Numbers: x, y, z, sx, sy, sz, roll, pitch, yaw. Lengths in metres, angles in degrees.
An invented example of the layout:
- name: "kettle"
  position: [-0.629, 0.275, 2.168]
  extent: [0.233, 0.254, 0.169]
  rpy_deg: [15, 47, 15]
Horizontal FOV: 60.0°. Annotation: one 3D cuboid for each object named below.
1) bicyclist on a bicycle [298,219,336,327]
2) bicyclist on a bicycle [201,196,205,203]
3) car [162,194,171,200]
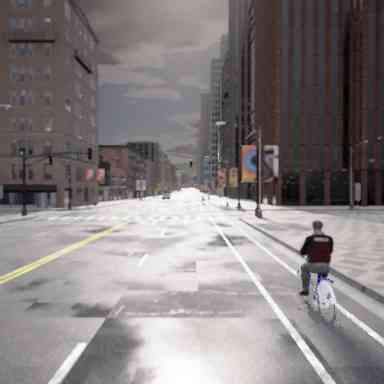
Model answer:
- name: "bicyclist on a bicycle"
  position: [2.250, 1.379, 6.164]
  extent: [0.659, 1.776, 1.843]
  rpy_deg: [0, 0, 0]
- name: "bicyclist on a bicycle"
  position: [2.309, 1.589, 68.748]
  extent: [0.866, 1.612, 1.509]
  rpy_deg: [0, 0, -1]
- name: "car"
  position: [-6.499, 1.302, 84.780]
  extent: [1.837, 1.490, 4.892]
  rpy_deg: [0, 0, 0]
